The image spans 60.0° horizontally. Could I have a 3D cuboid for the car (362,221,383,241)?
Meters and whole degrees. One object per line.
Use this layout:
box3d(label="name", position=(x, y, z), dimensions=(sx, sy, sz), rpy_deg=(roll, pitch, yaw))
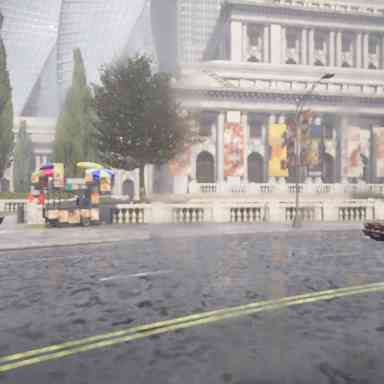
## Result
box3d(label="car", position=(10.202, 1.602, 14.950), dimensions=(4.718, 1.301, 1.895), rpy_deg=(0, 0, -12))
